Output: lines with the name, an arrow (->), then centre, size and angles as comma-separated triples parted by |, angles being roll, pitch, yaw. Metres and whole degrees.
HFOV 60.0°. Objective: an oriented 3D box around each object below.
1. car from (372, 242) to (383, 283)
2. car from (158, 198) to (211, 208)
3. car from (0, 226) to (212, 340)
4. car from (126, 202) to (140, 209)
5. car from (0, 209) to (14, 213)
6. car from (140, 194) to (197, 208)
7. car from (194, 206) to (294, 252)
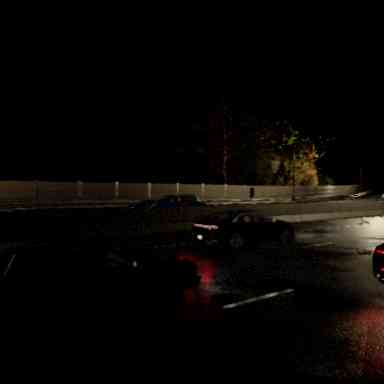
car -> 6.383, 1.508, 8.300 | 4.892, 1.490, 1.837 | 0, 0, -36
car -> -0.280, 1.536, 29.570 | 4.674, 1.442, 1.812 | 0, 0, -36
car -> -2.408, 1.548, 6.329 | 5.357, 1.411, 2.033 | 0, 0, -36
car -> -4.671, 1.536, 35.055 | 4.674, 1.442, 1.812 | 0, 0, -35
car -> -10.761, 1.602, 17.813 | 4.718, 1.301, 1.895 | 0, 0, -36
car -> -1.861, 1.233, 32.752 | 5.566, 2.045, 2.150 | 0, 0, -35
car -> 2.278, 1.495, 13.966 | 4.902, 1.511, 2.128 | 0, 0, -36
